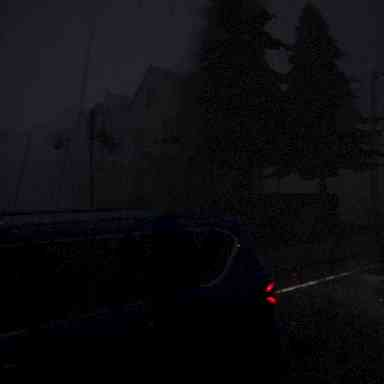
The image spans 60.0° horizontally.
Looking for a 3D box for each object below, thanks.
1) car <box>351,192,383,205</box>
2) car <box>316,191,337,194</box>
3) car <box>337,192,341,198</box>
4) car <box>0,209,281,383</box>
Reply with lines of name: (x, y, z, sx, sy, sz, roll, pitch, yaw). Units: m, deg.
car: (25.652, 0.886, 48.189, 1.932, 1.855, 4.605, 0, 0, -36)
car: (28.379, 0.798, 71.611, 1.905, 1.878, 3.866, 0, 0, -36)
car: (30.492, 0.806, 73.648, 1.932, 1.855, 4.605, 0, 0, -36)
car: (-1.650, 1.225, 2.800, 5.566, 2.045, 2.150, 0, 0, -35)
